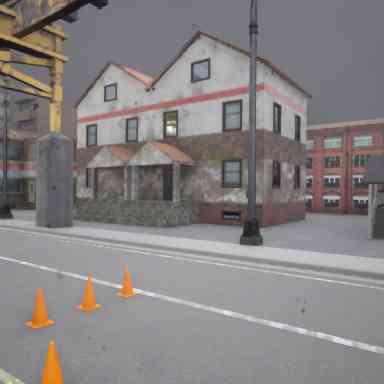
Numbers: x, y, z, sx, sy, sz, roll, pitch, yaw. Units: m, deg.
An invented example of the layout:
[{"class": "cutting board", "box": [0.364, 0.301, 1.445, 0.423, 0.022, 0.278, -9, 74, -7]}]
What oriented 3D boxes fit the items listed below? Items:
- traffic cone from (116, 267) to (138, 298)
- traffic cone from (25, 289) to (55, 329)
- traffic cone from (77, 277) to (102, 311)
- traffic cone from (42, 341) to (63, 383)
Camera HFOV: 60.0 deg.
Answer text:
[{"class": "traffic cone", "box": [-1.413, 1.949, 7.276, 0.340, 0.580, 0.340, 0, 0, 36]}, {"class": "traffic cone", "box": [-2.583, 1.949, 5.654, 0.340, 0.580, 0.340, 0, 0, 36]}, {"class": "traffic cone", "box": [-1.998, 1.949, 6.465, 0.340, 0.580, 0.340, 0, 0, 36]}, {"class": "traffic cone", "box": [-1.546, 1.952, 3.673, 0.340, 0.580, 0.340, 0, 0, 36]}]
